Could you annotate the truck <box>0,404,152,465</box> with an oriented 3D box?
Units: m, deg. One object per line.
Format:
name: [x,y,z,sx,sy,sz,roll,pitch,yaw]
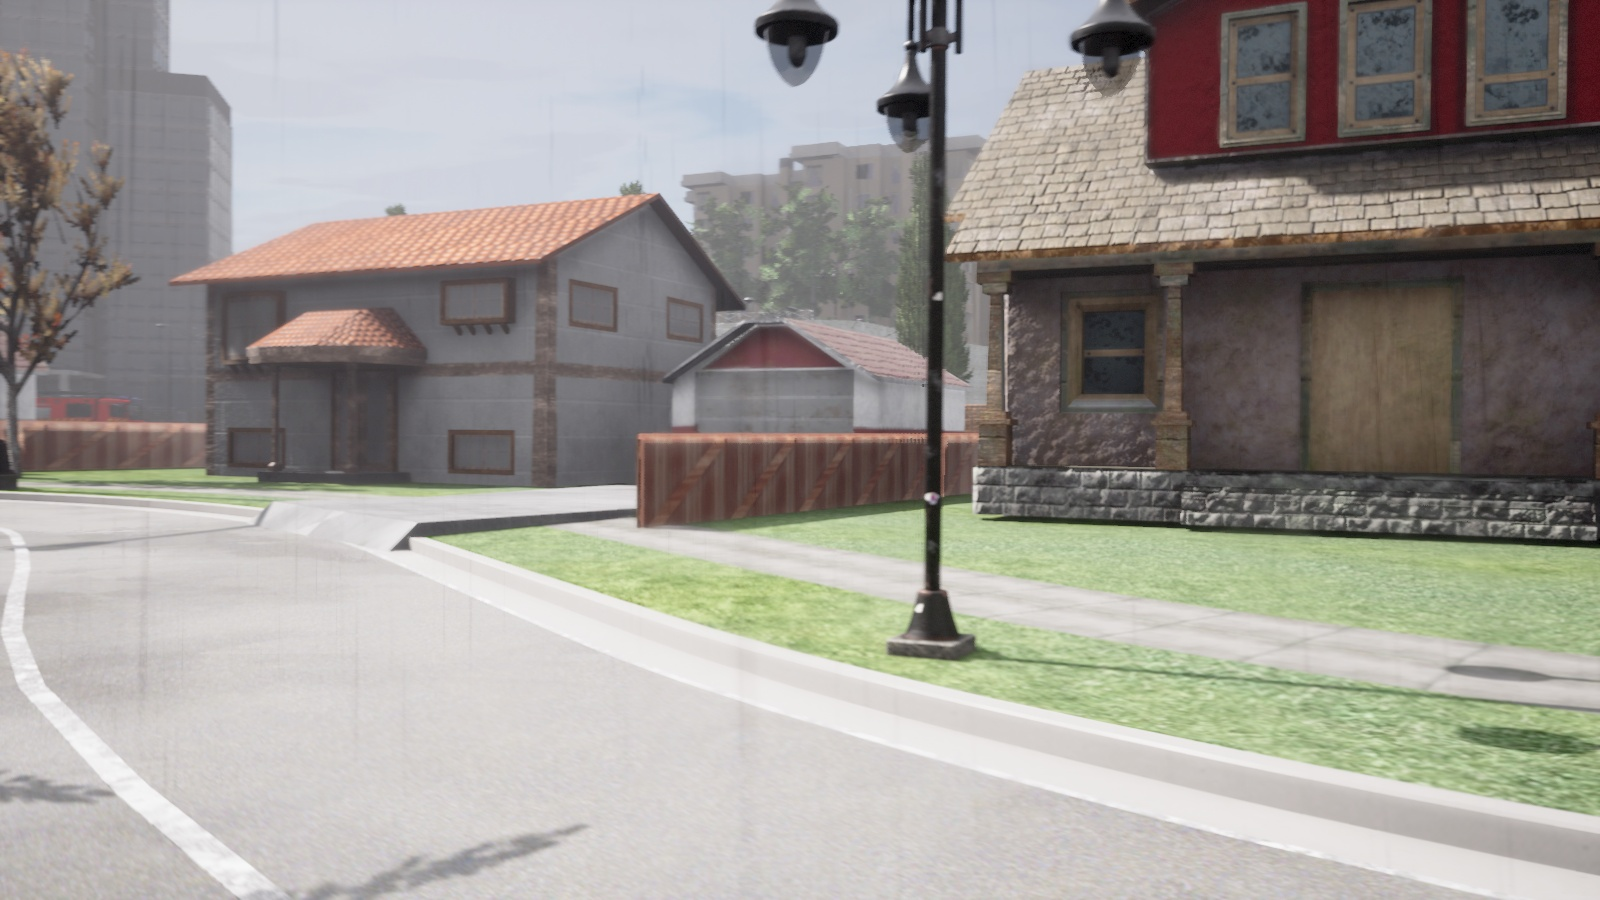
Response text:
truck: [-46.978,-1.024,81.249,8.468,3.827,2.891,-1,1,-9]
